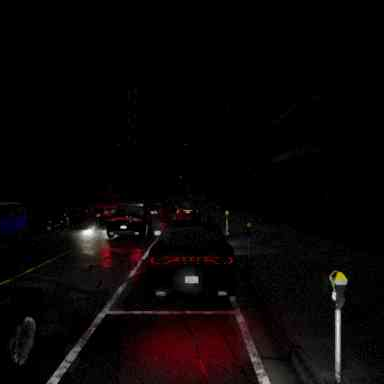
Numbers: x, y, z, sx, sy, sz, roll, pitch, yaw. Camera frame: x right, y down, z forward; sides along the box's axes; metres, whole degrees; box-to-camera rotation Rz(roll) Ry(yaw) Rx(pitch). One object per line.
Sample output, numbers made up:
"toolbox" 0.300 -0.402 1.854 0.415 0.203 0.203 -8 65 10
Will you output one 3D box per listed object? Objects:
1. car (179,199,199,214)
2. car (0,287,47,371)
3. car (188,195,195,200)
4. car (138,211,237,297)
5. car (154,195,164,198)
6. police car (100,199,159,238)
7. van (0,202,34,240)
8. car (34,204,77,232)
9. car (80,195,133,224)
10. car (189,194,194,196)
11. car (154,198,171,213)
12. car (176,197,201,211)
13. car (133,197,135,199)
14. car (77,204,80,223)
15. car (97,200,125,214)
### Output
"car" -0.290 1.557 36.484 2.008 1.369 4.403 0 0 0
"car" -3.049 1.600 2.758 1.895 1.301 4.718 0 0 0
"car" -0.237 1.636 95.394 2.008 1.369 4.403 0 0 0
"car" -0.006 1.478 8.650 1.882 1.535 5.008 0 0 0
"car" -8.782 1.643 84.589 1.802 1.307 4.206 0 0 0
"police car" -3.147 1.426 17.879 1.930 1.638 5.238 0 0 0
"van" -8.815 1.342 14.478 1.690 1.788 3.998 0 0 0
"car" -8.815 1.568 19.979 1.947 1.339 4.313 0 0 0
"car" -6.245 1.224 24.965 2.150 2.045 5.566 0 0 0
"car" -0.257 1.501 84.576 1.967 1.590 4.097 0 0 0
"car" -3.053 1.530 30.017 1.812 1.442 4.674 0 0 0
"car" -0.290 1.443 25.481 1.967 1.590 4.097 0 0 0
"car" -8.815 1.591 41.985 1.802 1.307 4.206 0 0 0
"car" -8.815 1.585 25.481 1.802 1.307 4.206 0 0 0
"car" -8.815 1.572 36.483 1.947 1.339 4.313 0 0 0
